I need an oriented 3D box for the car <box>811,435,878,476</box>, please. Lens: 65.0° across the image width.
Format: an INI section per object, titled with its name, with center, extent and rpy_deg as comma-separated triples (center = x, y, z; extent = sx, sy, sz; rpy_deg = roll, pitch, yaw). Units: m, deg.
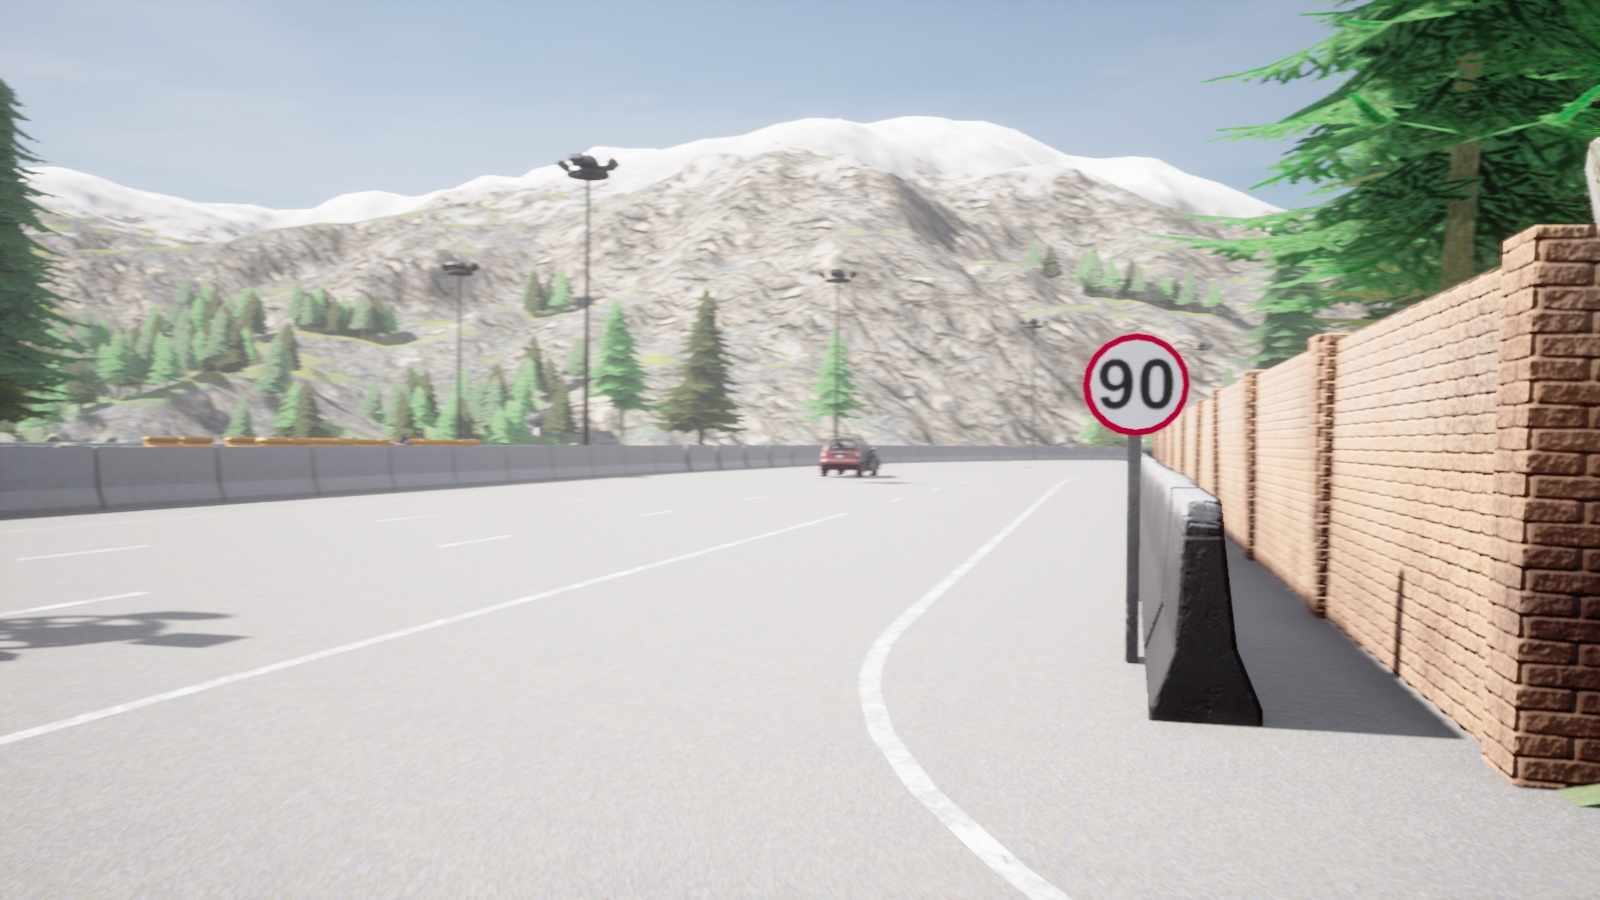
[car]
center = 1.889, 0.194, 51.781
extent = 1.851, 1.617, 3.988
rpy_deg = 0, 0, 16
